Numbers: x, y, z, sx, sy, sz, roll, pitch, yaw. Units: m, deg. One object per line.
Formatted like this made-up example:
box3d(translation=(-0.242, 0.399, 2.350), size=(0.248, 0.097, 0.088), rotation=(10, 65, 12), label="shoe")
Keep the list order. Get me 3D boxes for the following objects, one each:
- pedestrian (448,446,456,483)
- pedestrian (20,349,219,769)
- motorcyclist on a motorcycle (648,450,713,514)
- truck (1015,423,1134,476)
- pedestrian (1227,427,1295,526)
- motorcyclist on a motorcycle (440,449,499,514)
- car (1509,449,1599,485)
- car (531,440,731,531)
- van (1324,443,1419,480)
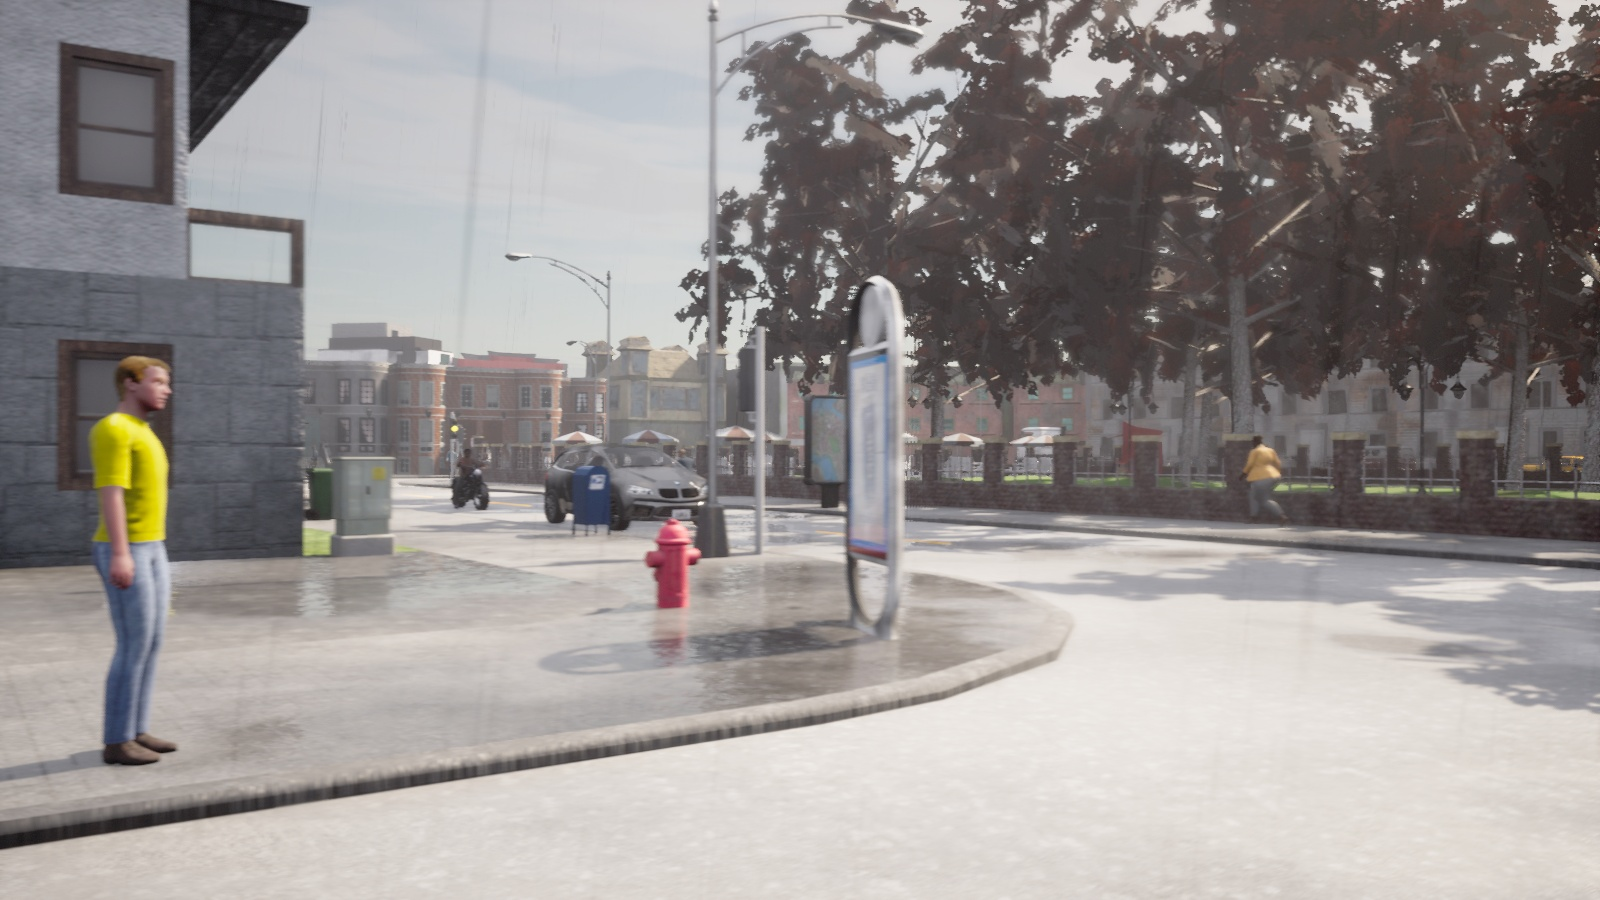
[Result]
box3d(translation=(-18.045, 0.750, 65.081), size=(0.396, 1.930, 0.692), rotation=(0, 0, -17), label="pedestrian")
box3d(translation=(-3.065, 0.475, 5.687), size=(0.706, 1.836, 0.354), rotation=(0, 0, -5), label="pedestrian")
box3d(translation=(-3.069, 0.789, 32.013), size=(0.866, 1.590, 1.817), rotation=(0, 0, -35), label="motorcyclist on a motorcycle")
box3d(translation=(18.760, -0.041, 86.399), size=(2.891, 3.462, 7.936), rotation=(0, 0, -39), label="truck")
box3d(translation=(8.890, 0.502, 24.221), size=(0.874, 1.855, 0.900), rotation=(0, 0, -35), label="pedestrian")
box3d(translation=(-8.743, 0.799, 33.159), size=(0.766, 1.649, 2.350), rotation=(0, 0, -35), label="motorcyclist on a motorcycle")
box3d(translation=(35.105, 0.769, 56.425), size=(1.801, 1.575, 5.366), rotation=(0, 0, -35), label="car")
box3d(translation=(-3.565, 0.664, 25.735), size=(2.242, 1.667, 4.611), rotation=(0, 0, -34), label="car")
box3d(translation=(31.303, 0.621, 68.842), size=(1.775, 1.987, 4.442), rotation=(0, 0, -35), label="van")
